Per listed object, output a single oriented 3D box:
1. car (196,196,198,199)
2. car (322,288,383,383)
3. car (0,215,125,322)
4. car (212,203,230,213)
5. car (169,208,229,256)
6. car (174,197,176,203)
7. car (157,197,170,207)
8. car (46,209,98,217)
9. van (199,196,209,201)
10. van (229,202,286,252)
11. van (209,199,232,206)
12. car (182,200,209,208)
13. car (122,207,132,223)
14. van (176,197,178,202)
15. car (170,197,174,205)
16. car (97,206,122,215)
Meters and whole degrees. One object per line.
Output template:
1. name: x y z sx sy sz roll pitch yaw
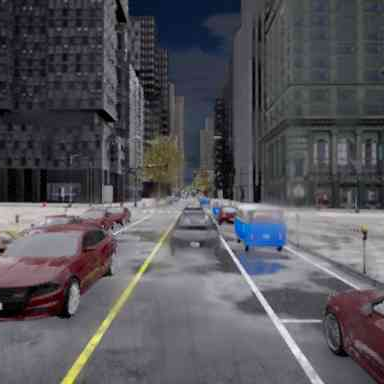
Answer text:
1. car: 2.856 2.393 90.553 2.008 1.369 4.403 0 -1 0
2. car: 2.777 1.613 3.295 1.802 1.307 4.206 0 0 0
3. car: -3.092 1.545 7.725 1.882 1.535 5.008 0 -1 0
4. car: 2.803 1.769 25.394 1.887 1.381 4.507 0 -1 0
5. car: 0.107 1.613 13.783 2.128 1.511 4.902 0 -1 0
6. car: -5.680 2.044 79.383 2.192 1.841 5.009 0 -1 0
7. car: -5.703 2.099 63.343 1.752 1.417 4.829 0 -1 0
8. car: -5.761 1.670 14.371 1.887 1.381 4.507 0 0 0
9. van: 2.835 1.970 68.904 1.690 1.788 3.998 0 -1 0
10. van: 2.791 1.468 14.347 1.690 1.788 3.998 0 -1 0
11. van: 2.810 1.615 30.921 1.690 1.788 3.998 0 -1 0
12. car: 0.124 1.752 29.531 2.128 1.511 4.902 0 -1 0
13. car: -5.752 1.767 25.421 1.887 1.381 4.507 0 -1 0
14. van: -5.664 2.228 95.249 1.690 1.788 3.998 0 -1 0
15. car: -5.686 2.222 74.092 1.887 1.381 4.507 0 -1 0
16. car: -5.756 1.718 19.896 1.887 1.381 4.507 0 -1 0
